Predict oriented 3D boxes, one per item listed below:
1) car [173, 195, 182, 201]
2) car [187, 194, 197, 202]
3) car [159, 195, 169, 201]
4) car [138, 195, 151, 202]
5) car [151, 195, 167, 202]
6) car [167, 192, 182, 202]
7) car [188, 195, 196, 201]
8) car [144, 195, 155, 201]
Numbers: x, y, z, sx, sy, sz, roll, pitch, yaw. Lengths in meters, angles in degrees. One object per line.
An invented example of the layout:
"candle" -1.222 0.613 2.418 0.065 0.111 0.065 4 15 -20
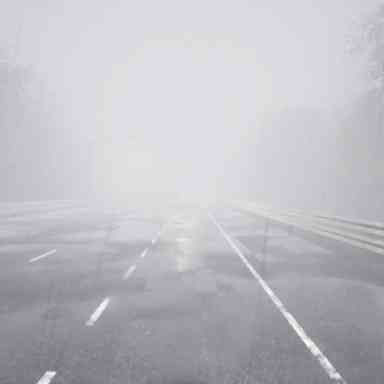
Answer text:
"car" -3.555 1.442 82.821 1.837 1.490 4.892 0 0 0
"car" -0.049 1.199 72.782 2.097 1.767 4.553 0 0 0
"car" -7.056 1.482 82.819 2.033 1.411 5.357 0 0 0
"car" -10.549 1.438 72.835 1.895 1.301 4.718 0 0 0
"car" -7.048 1.382 72.391 2.033 1.411 5.357 0 0 0
"car" -3.548 1.068 72.423 2.150 2.045 5.566 0 0 0
"car" -0.056 1.443 82.824 1.837 1.490 4.892 0 0 0
"car" -10.556 1.419 82.816 1.882 1.535 5.008 0 0 0
